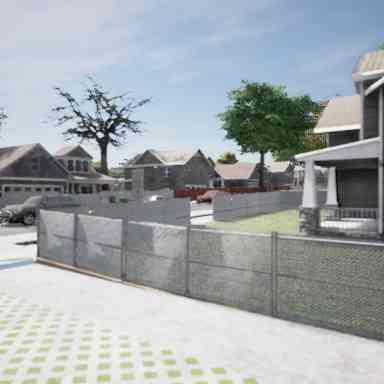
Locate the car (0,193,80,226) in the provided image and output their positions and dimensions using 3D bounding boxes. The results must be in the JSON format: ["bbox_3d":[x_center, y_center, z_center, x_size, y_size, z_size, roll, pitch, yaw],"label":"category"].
[{"bbox_3d":[-9.178,0.975,20.352,2.097,1.767,4.553,0,2,35],"label":"car"}]

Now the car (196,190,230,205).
[{"bbox_3d":[2.402,0.549,36.805,1.882,1.535,5.008,0,2,35],"label":"car"}]

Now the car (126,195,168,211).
[{"bbox_3d":[-3.495,0.951,28.439,1.895,1.301,4.718,0,2,35],"label":"car"}]
